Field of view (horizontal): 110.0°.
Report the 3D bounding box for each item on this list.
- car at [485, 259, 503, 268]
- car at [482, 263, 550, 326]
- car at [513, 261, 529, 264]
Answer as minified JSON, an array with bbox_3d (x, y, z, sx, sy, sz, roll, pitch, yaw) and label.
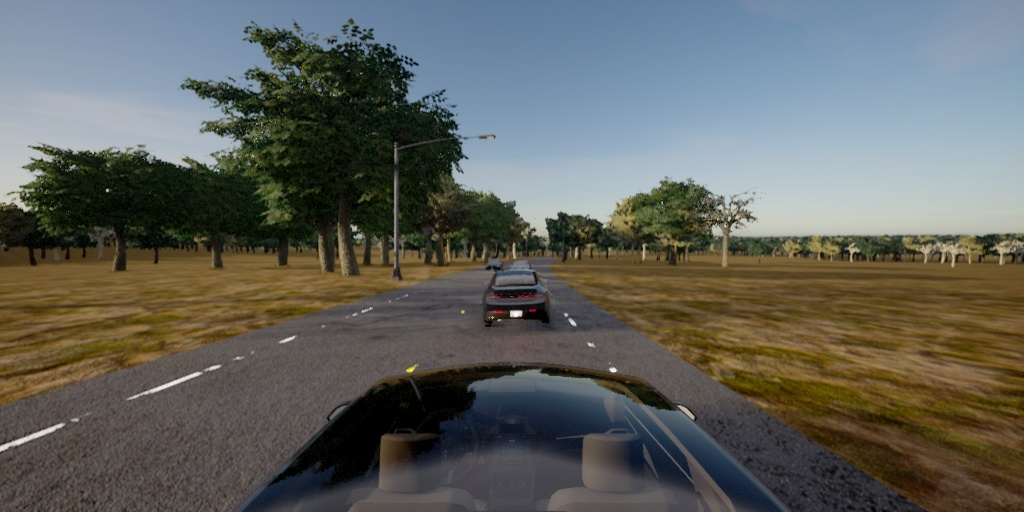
[{"bbox_3d":[-2.045,1.072,43.650,2.033,1.411,5.357,0,0,5],"label":"car"},{"bbox_3d":[0.123,1.180,11.467,1.837,1.490,4.892,-2,1,1],"label":"car"},{"bbox_3d":[0.790,1.107,30.496,2.033,1.411,5.357,0,1,3],"label":"car"}]
